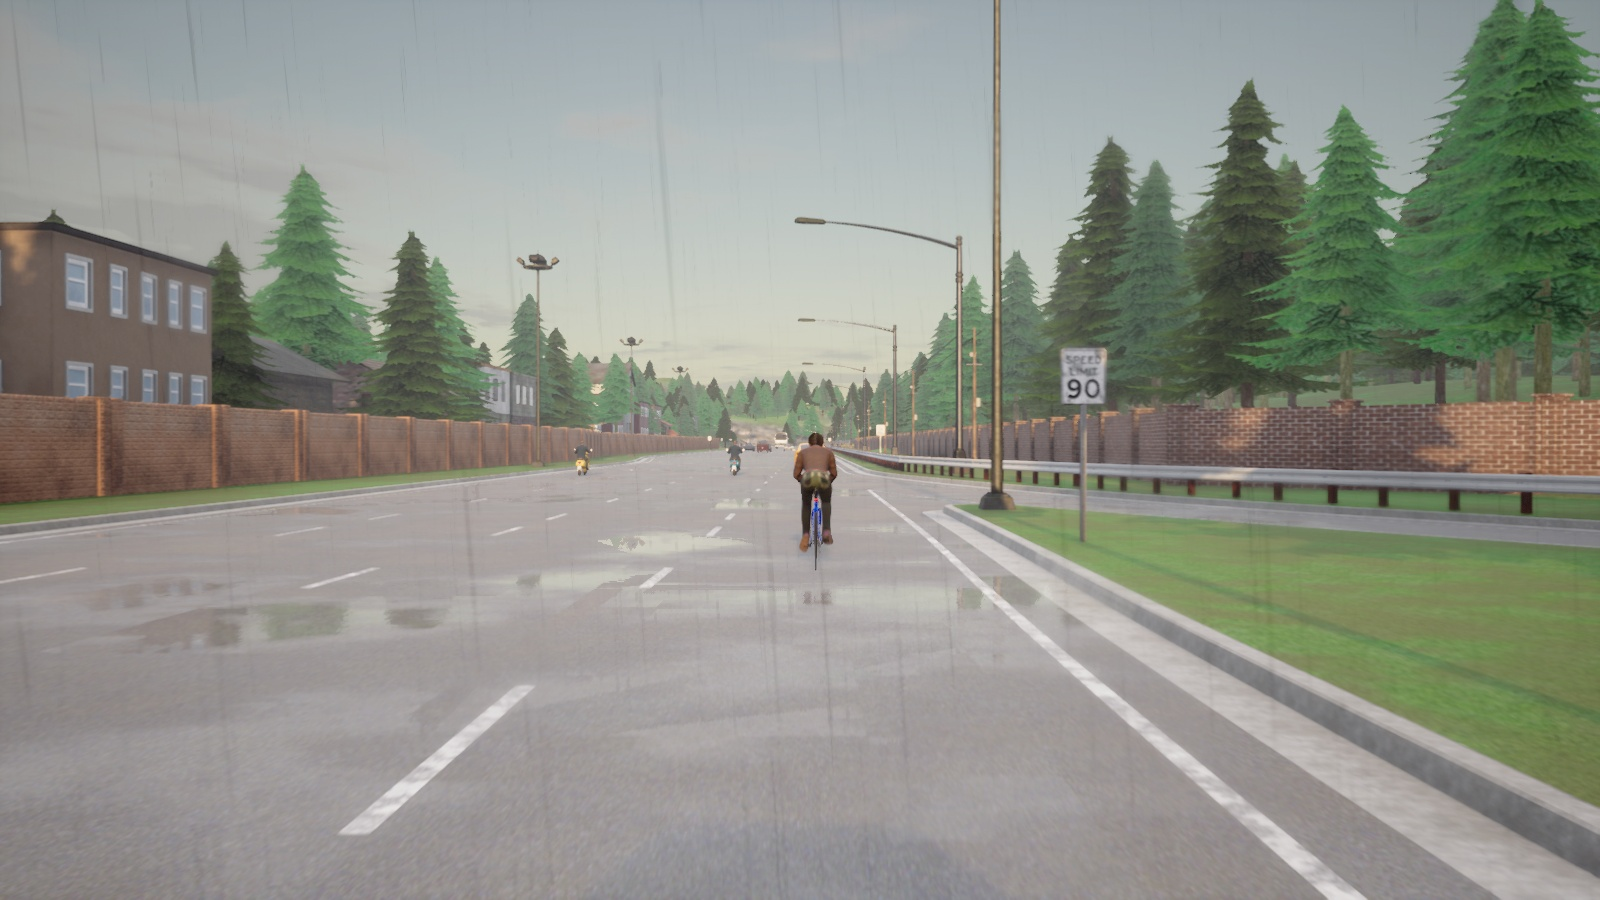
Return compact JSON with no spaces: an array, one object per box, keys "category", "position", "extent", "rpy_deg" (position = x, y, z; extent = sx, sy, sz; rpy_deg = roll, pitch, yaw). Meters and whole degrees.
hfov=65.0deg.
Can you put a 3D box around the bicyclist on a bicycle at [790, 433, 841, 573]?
[{"category":"bicyclist on a bicycle","position":[0.197,0.613,15.292],"extent":[0.582,1.620,1.656],"rpy_deg":[0,0,1]}]

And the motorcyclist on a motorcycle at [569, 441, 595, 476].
[{"category":"motorcyclist on a motorcycle","position":[-9.969,0.367,57.573],"extent":[0.866,1.590,1.817],"rpy_deg":[0,0,0]}]

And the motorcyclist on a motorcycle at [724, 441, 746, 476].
[{"category":"motorcyclist on a motorcycle","position":[-2.970,0.372,57.531],"extent":[0.866,1.590,1.817],"rpy_deg":[0,0,0]}]
